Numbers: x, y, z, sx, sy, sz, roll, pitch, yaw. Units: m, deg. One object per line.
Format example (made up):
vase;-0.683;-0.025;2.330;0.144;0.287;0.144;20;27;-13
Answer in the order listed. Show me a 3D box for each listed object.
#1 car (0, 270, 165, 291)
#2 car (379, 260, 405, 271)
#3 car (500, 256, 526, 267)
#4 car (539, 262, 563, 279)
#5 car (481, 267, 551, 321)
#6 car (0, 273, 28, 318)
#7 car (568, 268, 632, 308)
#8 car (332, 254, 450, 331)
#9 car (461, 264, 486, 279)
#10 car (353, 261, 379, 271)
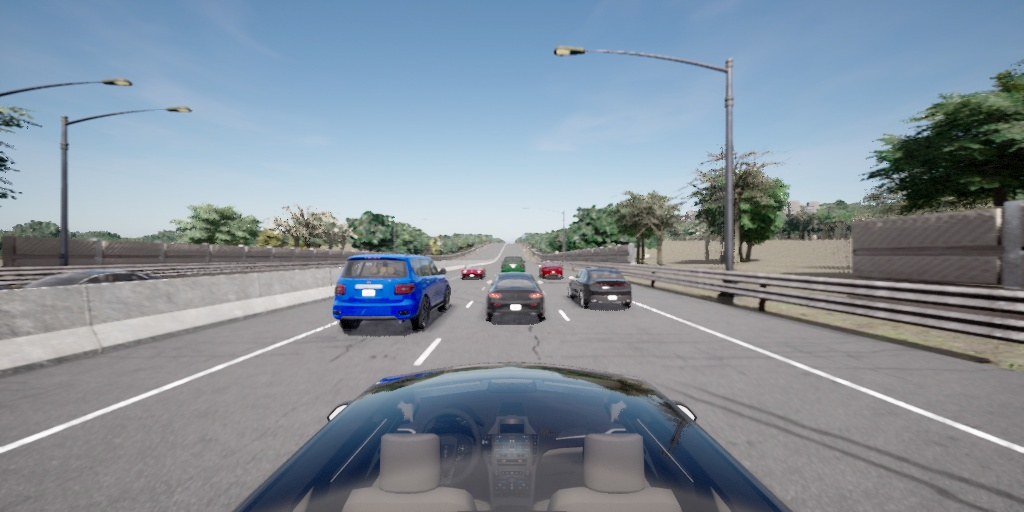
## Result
car;-14.098;1.257;11.844;1.837;1.490;4.892;0;0;0
car;-17.551;1.387;52.588;2.128;1.511;4.902;0;0;0
car;0.104;1.006;33.150;2.150;2.045;5.566;0;0;0
car;3.604;1.264;33.635;1.882;1.535;5.008;0;0;0
car;0.101;1.277;12.365;1.812;1.442;4.674;0;0;0
car;-17.599;1.299;9.605;2.033;1.411;5.357;0;0;0
car;3.601;1.256;15.267;1.837;1.490;4.892;0;0;0
car;-3.399;0.973;11.186;2.150;2.045;5.566;0;0;0
car;-3.397;1.384;32.683;1.895;1.301;4.718;0;0;0
car;-21.059;1.416;51.844;1.812;1.442;4.674;0;0;0
